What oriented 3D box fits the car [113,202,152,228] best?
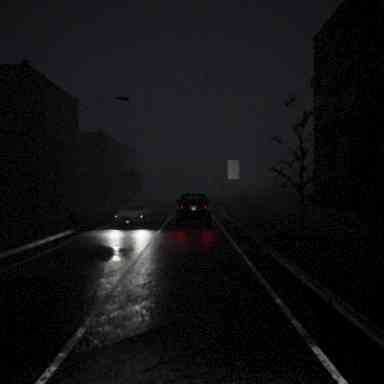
[{"bbox_3d":[-3.582,1.366,20.838,1.812,1.442,4.674,0,0,0],"label":"car"}]

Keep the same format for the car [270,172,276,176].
[{"bbox_3d":[22.048,-4.454,84.501,2.002,1.452,4.674,0,1,-3],"label":"car"}]

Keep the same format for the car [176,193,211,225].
[{"bbox_3d":[0.090,1.053,22.401,2.150,2.045,5.566,0,1,0],"label":"car"}]

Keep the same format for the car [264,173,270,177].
[{"bbox_3d":[21.811,-4.631,90.042,2.231,1.521,4.892,0,1,-1],"label":"car"}]

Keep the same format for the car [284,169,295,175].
[{"bbox_3d":[22.874,-4.336,73.460,2.185,1.767,4.553,0,1,-5],"label":"car"}]

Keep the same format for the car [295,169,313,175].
[{"bbox_3d":[23.497,-4.035,67.771,2.163,1.488,4.792,0,1,-6],"label":"car"}]

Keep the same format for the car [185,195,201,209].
[{"bbox_3d":[0.077,1.162,41.453,1.882,1.535,5.008,0,0,0],"label":"car"}]
